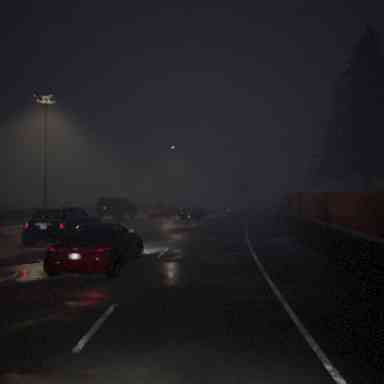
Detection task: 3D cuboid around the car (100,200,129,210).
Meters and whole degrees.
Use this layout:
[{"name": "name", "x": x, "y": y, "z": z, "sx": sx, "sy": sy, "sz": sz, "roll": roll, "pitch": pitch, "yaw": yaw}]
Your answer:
[{"name": "car", "x": -12.158, "y": 2.013, "z": 52.688, "sx": 2.033, "sy": 1.411, "sz": 5.357, "roll": 0, "pitch": -1, "yaw": 19}]

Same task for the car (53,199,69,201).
[{"name": "car", "x": -17.354, "y": 1.997, "z": 48.005, "sx": 1.895, "sy": 1.301, "sz": 4.718, "roll": 0, "pitch": -1, "yaw": 17}]

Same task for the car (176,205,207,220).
[{"name": "car", "x": 0.210, "y": 1.914, "z": 31.578, "sx": 1.895, "sy": 1.301, "sz": 4.718, "roll": 0, "pitch": -1, "yaw": 12}]

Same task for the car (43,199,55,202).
[{"name": "car", "x": -20.157, "y": 1.902, "z": 50.748, "sx": 2.128, "sy": 1.511, "sz": 4.902, "roll": 0, "pitch": -1, "yaw": 17}]

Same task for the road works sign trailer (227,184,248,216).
[{"name": "road works sign trailer", "x": 5.461, "y": 0.875, "z": 39.032, "sx": 2.380, "sy": 3.560, "sz": 2.880, "roll": 0, "pitch": -1, "yaw": 18}]

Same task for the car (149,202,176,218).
[{"name": "car", "x": -2.781, "y": 1.802, "z": 34.066, "sx": 1.882, "sy": 1.535, "sz": 5.008, "roll": 0, "pitch": -1, "yaw": 13}]

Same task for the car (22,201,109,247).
[{"name": "car", "x": -5.912, "y": 1.482, "z": 15.822, "sx": 2.097, "sy": 1.767, "sz": 4.553, "roll": 0, "pitch": -1, "yaw": 6}]

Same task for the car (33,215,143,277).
[{"name": "car", "x": -2.895, "y": 1.657, "z": 10.613, "sx": 1.994, "sy": 1.385, "sz": 4.181, "roll": 0, "pitch": -1, "yaw": 4}]

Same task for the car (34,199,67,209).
[{"name": "car", "x": -22.848, "y": 1.920, "z": 53.846, "sx": 2.128, "sy": 1.511, "sz": 4.902, "roll": 0, "pitch": -1, "yaw": 18}]

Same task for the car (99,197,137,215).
[{"name": "car", "x": -7.006, "y": 1.499, "z": 31.295, "sx": 2.150, "sy": 2.045, "sz": 5.566, "roll": 0, "pitch": -1, "yaw": 12}]
